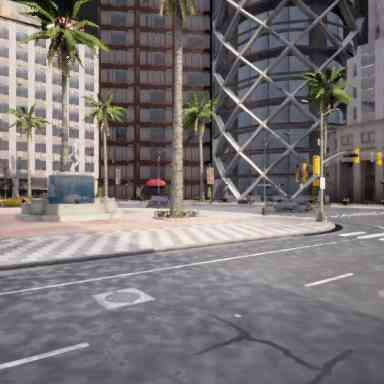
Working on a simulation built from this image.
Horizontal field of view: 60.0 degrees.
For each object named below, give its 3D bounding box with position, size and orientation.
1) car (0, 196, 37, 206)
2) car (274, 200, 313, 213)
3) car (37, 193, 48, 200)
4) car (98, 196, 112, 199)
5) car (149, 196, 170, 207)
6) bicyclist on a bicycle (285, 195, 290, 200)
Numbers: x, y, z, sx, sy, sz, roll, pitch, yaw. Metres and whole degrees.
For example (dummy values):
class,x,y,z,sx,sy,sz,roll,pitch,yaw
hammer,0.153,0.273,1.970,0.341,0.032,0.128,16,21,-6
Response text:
class,x,y,z,sx,sy,sz,roll,pitch,yaw
car,-28.771,1.478,54.451,5.008,1.535,1.882,0,0,-14
car,11.316,1.564,37.183,1.994,1.385,4.181,0,0,-38
car,-25.907,1.221,58.669,5.566,2.045,2.150,0,0,-10
car,-16.111,1.526,59.274,4.674,1.442,1.812,0,0,2
car,-4.135,1.352,49.809,4.553,1.767,2.097,0,0,20
bicyclist on a bicycle,15.713,1.300,54.572,0.582,1.620,1.656,0,0,42
